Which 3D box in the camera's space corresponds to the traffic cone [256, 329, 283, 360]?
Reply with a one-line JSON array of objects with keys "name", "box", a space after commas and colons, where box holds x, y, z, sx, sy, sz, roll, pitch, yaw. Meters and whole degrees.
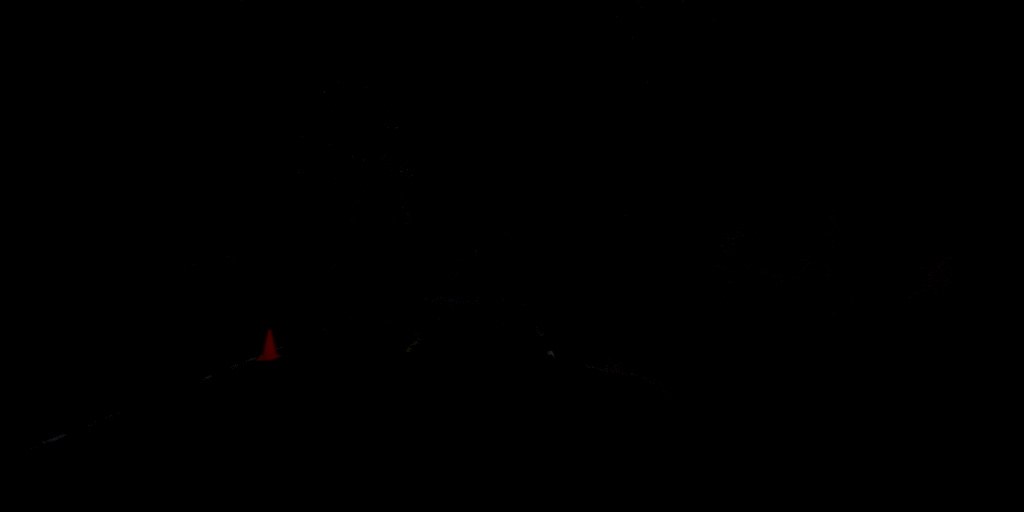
[{"name": "traffic cone", "box": [-4.909, 1.772, 7.280, 0.340, 0.580, 0.340, 0, 0, -1]}]
